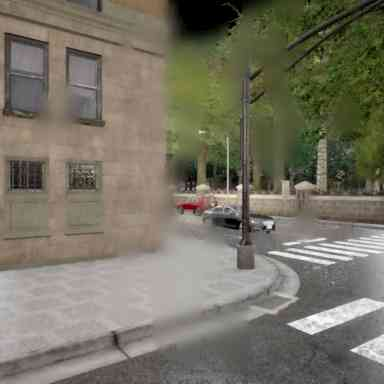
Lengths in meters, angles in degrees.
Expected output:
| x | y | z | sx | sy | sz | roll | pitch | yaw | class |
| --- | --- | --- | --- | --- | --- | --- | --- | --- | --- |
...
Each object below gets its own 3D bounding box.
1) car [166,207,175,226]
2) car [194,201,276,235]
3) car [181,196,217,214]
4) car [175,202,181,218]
| x | y | z | sx | sy | sz | roll | pitch | yaw | class |
| --- | --- | --- | --- | --- | --- | --- | --- | --- | --- |
| -3.260 | 1.544 | 22.222 | 1.947 | 1.339 | 4.313 | 0 | 0 | -35 | car |
| 2.516 | 1.478 | 18.675 | 2.128 | 1.511 | 4.902 | 0 | 0 | -34 | car |
| 0.507 | 1.285 | 31.760 | 2.192 | 1.841 | 5.009 | 0 | 0 | -35 | car |
| -3.368 | 1.520 | 27.222 | 2.033 | 1.411 | 5.357 | 0 | 0 | -35 | car |
